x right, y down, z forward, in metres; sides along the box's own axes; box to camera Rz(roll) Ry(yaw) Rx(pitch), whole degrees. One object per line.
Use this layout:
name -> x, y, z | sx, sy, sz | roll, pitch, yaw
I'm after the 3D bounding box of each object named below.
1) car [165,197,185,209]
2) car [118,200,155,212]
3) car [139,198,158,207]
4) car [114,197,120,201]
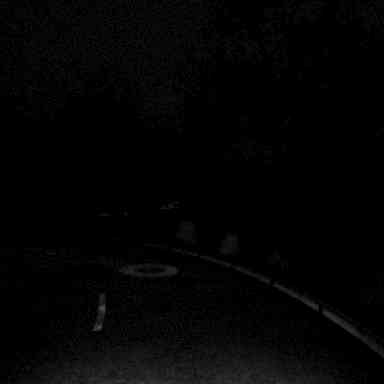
car -> -2.928, 1.856, 58.133 | 2.150, 2.045, 5.566 | 4, 0, -25
car -> -7.346, 2.049, 42.868 | 1.895, 1.301, 4.718 | 0, -2, 35
car -> -7.954, 1.809, 59.269 | 5.357, 1.411, 2.033 | 3, -1, 43
car -> -17.529, 1.332, 71.113 | 5.008, 1.535, 1.882 | 3, -1, 38
